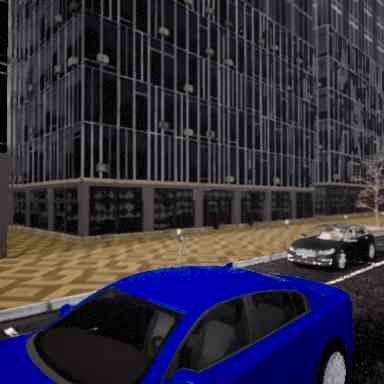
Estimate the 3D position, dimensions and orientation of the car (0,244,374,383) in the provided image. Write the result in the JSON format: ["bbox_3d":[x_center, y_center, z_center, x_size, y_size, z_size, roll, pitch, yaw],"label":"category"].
[{"bbox_3d":[-0.174,1.560,3.238,5.008,1.535,1.882,1,-2,-43],"label":"car"}]

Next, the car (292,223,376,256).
[{"bbox_3d":[5.120,1.822,11.912,4.403,1.369,2.008,1,-2,-43],"label":"car"}]
